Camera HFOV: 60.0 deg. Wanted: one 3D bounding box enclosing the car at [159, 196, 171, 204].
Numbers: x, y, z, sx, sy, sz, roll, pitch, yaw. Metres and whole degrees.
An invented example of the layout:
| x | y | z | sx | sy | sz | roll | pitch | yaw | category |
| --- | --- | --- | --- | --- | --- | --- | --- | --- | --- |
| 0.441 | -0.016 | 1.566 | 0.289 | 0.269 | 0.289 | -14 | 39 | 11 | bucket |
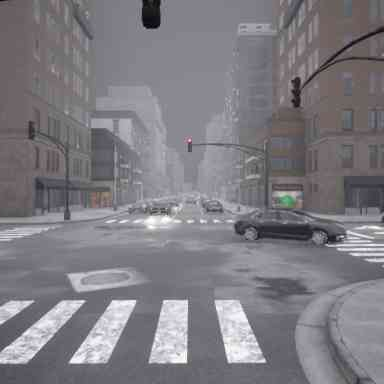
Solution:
| x | y | z | sx | sy | sz | roll | pitch | yaw | category |
| --- | --- | --- | --- | --- | --- | --- | --- | --- | --- |
| -5.594 | 1.552 | 69.260 | 1.967 | 1.590 | 4.097 | 0 | 0 | 0 | car |

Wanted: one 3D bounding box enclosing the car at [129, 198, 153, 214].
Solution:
| x | y | z | sx | sy | sz | roll | pitch | yaw | category |
| --- | --- | --- | --- | --- | --- | --- | --- | --- | --- |
| -5.660 | 1.480 | 36.195 | 1.967 | 1.590 | 4.097 | 0 | 0 | 0 | car |

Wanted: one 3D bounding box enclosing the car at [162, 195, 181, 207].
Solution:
| x | y | z | sx | sy | sz | roll | pitch | yaw | category |
| --- | --- | --- | --- | --- | --- | --- | --- | --- | --- |
| -3.086 | 1.631 | 50.936 | 1.994 | 1.385 | 4.181 | 0 | 0 | 0 | car |

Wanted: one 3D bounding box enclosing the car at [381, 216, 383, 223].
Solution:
| x | y | z | sx | sy | sz | roll | pitch | yaw | category |
| --- | --- | --- | --- | --- | --- | --- | --- | --- | --- |
| 14.200 | 1.511 | 20.692 | 4.181 | 1.385 | 1.994 | 0 | 0 | 0 | car |

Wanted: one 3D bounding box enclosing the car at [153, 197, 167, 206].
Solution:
| x | y | z | sx | sy | sz | roll | pitch | yaw | category |
| --- | --- | --- | --- | --- | --- | --- | --- | --- | --- |
| -5.616 | 1.634 | 58.238 | 2.008 | 1.369 | 4.403 | 0 | 0 | 0 | car |

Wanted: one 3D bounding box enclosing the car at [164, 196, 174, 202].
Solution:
| x | y | z | sx | sy | sz | roll | pitch | yaw | category |
| --- | --- | --- | --- | --- | --- | --- | --- | --- | --- |
| -5.572 | 1.694 | 80.281 | 2.008 | 1.369 | 4.403 | 0 | 0 | 0 | car |

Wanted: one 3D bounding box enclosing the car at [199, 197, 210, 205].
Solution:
| x | y | z | sx | sy | sz | roll | pitch | yaw | category |
| --- | --- | --- | --- | --- | --- | --- | --- | --- | --- |
| 2.420 | 1.647 | 63.733 | 2.008 | 1.369 | 4.403 | 0 | 0 | 0 | car |

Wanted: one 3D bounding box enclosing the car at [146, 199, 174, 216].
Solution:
| x | y | z | sx | sy | sz | roll | pitch | yaw | category |
| --- | --- | --- | --- | --- | --- | --- | --- | --- | --- |
| -3.128 | 1.637 | 33.558 | 1.895 | 1.301 | 4.718 | 0 | 0 | 0 | car |

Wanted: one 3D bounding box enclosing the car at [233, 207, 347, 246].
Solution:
| x | y | z | sx | sy | sz | roll | pitch | yaw | category |
| --- | --- | --- | --- | --- | --- | --- | --- | --- | --- |
| 4.291 | 1.485 | 15.004 | 4.892 | 1.490 | 1.837 | 0 | 2 | 28 | car |

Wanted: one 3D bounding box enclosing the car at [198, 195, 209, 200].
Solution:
| x | y | z | sx | sy | sz | roll | pitch | yaw | category |
| --- | --- | --- | --- | --- | --- | --- | --- | --- | --- |
| 2.398 | 1.637 | 52.711 | 1.947 | 1.339 | 4.313 | 0 | 0 | 0 | car |

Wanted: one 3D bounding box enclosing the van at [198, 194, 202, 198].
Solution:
| x | y | z | sx | sy | sz | roll | pitch | yaw | category |
| --- | --- | --- | --- | --- | --- | --- | --- | --- | --- |
| 2.409 | 1.424 | 58.222 | 1.690 | 1.788 | 3.998 | 0 | 0 | 0 | van |

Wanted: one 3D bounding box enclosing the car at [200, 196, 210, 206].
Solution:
| x | y | z | sx | sy | sz | roll | pitch | yaw | category |
| --- | --- | --- | --- | --- | --- | --- | --- | --- | --- |
| 2.387 | 1.641 | 47.201 | 1.802 | 1.307 | 4.206 | 0 | 0 | 0 | car |

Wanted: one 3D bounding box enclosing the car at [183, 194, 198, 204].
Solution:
| x | y | z | sx | sy | sz | roll | pitch | yaw | category |
| --- | --- | --- | --- | --- | --- | --- | --- | --- | --- |
| -0.217 | 1.661 | 63.746 | 1.994 | 1.385 | 4.181 | 0 | 0 | 0 | car |

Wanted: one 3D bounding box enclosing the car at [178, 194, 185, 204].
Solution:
| x | y | z | sx | sy | sz | roll | pitch | yaw | category |
| --- | --- | --- | --- | --- | --- | --- | --- | --- | --- |
| -2.958 | 1.579 | 67.922 | 1.994 | 1.385 | 4.181 | 0 | 0 | 0 | car |

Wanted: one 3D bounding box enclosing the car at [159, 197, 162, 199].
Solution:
| x | y | z | sx | sy | sz | roll | pitch | yaw | category |
| --- | --- | --- | --- | --- | --- | --- | --- | --- | --- |
| -5.627 | 1.653 | 52.727 | 1.802 | 1.307 | 4.206 | 0 | 0 | 0 | car |

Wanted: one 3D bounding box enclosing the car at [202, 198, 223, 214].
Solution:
| x | y | z | sx | sy | sz | roll | pitch | yaw | category |
| --- | --- | --- | --- | --- | --- | --- | --- | --- | --- |
| 2.365 | 1.606 | 36.178 | 1.947 | 1.339 | 4.313 | 0 | 0 | 0 | car |

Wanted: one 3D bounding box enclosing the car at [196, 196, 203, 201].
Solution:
| x | y | z | sx | sy | sz | roll | pitch | yaw | category |
| --- | --- | --- | --- | --- | --- | --- | --- | --- | --- |
| 2.063 | 1.698 | 90.147 | 1.812 | 1.442 | 4.674 | 0 | 0 | 0 | car |
